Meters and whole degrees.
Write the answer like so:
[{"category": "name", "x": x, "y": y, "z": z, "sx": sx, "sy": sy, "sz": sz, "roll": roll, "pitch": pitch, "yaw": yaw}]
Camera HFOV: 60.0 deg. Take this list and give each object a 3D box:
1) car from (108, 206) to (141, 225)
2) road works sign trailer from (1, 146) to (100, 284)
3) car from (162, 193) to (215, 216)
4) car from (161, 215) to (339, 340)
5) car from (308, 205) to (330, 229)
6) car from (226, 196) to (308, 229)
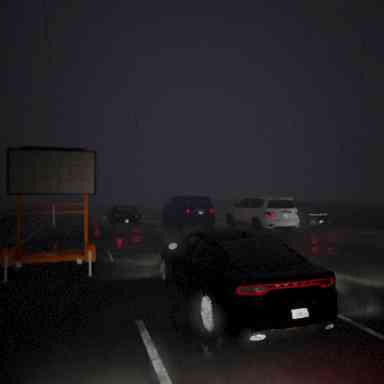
[{"category": "car", "x": -5.053, "y": 1.639, "z": 24.304, "sx": 1.895, "sy": 1.301, "sz": 4.718, "roll": 0, "pitch": 0, "yaw": -18}, {"category": "road works sign trailer", "x": -4.104, "y": 0.478, "z": 9.885, "sx": 2.380, "sy": 3.560, "sz": 2.880, "roll": 0, "pitch": 0, "yaw": -18}, {"category": "car", "x": -0.353, "y": 1.258, "z": 21.214, "sx": 2.150, "sy": 2.045, "sz": 5.566, "roll": 0, "pitch": 0, "yaw": -18}, {"category": "car", "x": 0.686, "y": 1.490, "z": 6.834, "sx": 1.882, "sy": 1.535, "sz": 5.008, "roll": 0, "pitch": 0, "yaw": -18}, {"category": "car", "x": 6.815, "y": 1.534, "z": 21.826, "sx": 2.128, "sy": 1.511, "sz": 4.902, "roll": 0, "pitch": 0, "yaw": -18}, {"category": "car", "x": 3.924, "y": 1.259, "z": 19.406, "sx": 2.150, "sy": 2.045, "sz": 5.566, "roll": 0, "pitch": 0, "yaw": -18}]
